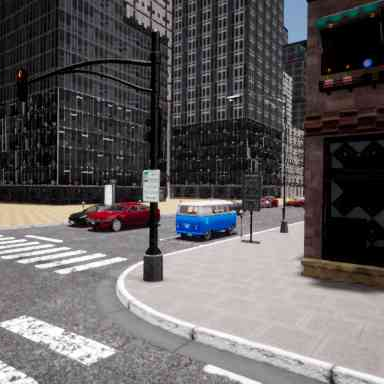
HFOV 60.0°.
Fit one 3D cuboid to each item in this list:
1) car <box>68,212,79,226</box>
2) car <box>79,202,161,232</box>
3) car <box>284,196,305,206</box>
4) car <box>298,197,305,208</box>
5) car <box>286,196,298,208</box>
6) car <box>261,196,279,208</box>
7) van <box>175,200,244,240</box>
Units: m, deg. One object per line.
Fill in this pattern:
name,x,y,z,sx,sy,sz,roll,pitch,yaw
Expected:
car,-5.980,1.467,21.897,1.947,1.339,4.313,1,1,35
car,-3.993,1.418,20.215,1.882,1.535,5.008,1,1,34
car,16.413,1.364,53.286,1.752,1.417,4.829,1,1,36
car,15.626,1.429,42.313,2.128,1.511,4.902,1,1,36
car,14.636,1.489,46.207,1.895,1.301,4.718,1,1,36
car,10.086,1.293,44.415,1.967,1.590,4.097,1,1,35
van,0.844,1.368,17.027,1.690,1.788,3.998,1,1,35
